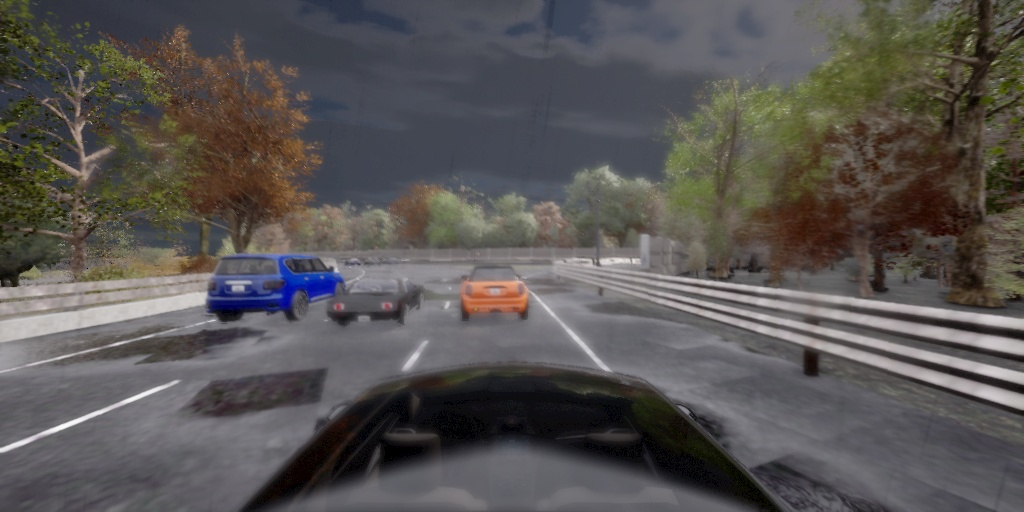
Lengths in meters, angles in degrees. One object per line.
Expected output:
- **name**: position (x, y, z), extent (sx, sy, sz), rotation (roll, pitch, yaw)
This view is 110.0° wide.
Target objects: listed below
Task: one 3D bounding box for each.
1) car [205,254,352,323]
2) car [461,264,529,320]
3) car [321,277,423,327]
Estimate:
- **car**: position (-7.635, 0.964, 12.296), extent (2.150, 2.045, 5.566), rotation (0, 0, -6)
- **car**: position (-0.708, 1.066, 12.723), extent (2.097, 1.767, 4.553), rotation (0, 0, -6)
- **car**: position (-4.051, 1.332, 11.509), extent (1.895, 1.301, 4.718), rotation (0, 0, -6)
